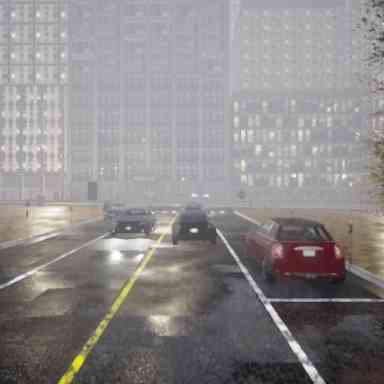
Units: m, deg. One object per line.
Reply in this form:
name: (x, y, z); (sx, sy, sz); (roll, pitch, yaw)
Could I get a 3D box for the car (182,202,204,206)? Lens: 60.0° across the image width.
car: (0.093, 1.546, 28.741); (1.994, 1.385, 4.181); (0, 0, 1)

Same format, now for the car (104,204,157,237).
car: (-3.067, 1.554, 18.001); (1.994, 1.385, 4.181); (0, 0, 0)

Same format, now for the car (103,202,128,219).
car: (-5.810, 1.534, 26.550); (2.008, 1.369, 4.403); (1, 0, 0)

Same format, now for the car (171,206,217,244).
car: (0.097, 1.555, 15.686); (1.994, 1.385, 4.181); (0, 0, 0)

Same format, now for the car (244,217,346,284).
car: (2.700, 1.435, 9.614); (1.967, 1.590, 4.097); (1, 0, 0)
